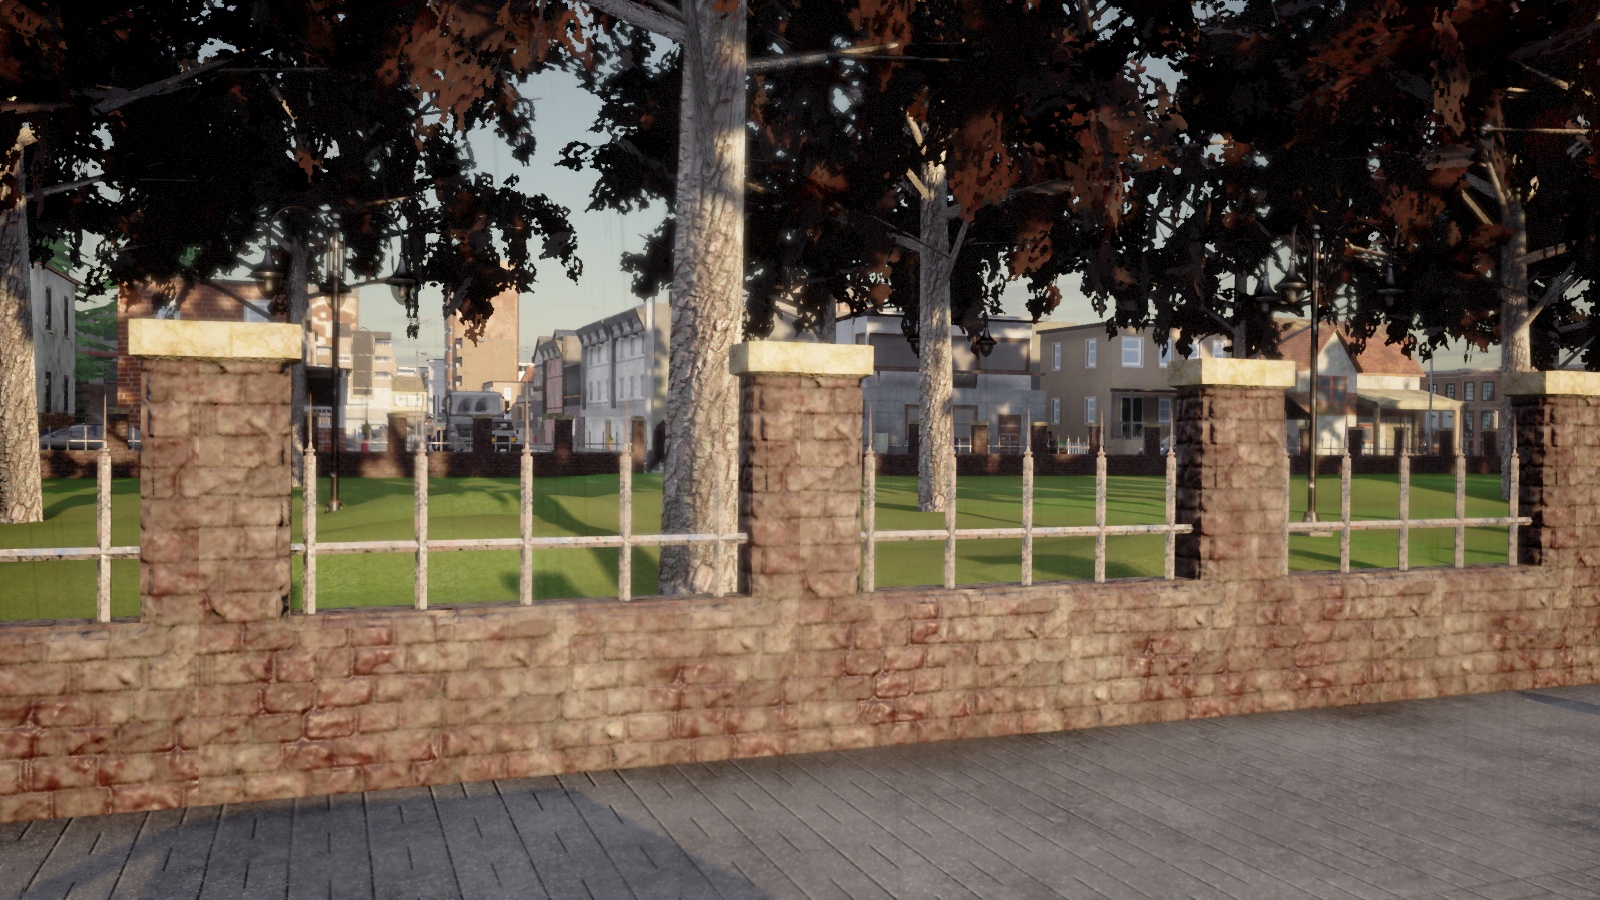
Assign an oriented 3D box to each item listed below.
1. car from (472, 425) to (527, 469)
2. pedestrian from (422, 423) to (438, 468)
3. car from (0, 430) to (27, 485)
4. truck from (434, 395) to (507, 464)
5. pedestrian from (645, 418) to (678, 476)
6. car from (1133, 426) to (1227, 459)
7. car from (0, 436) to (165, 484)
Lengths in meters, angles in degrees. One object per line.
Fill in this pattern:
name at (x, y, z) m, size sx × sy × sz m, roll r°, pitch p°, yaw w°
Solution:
car at (-13.357, -0.168, 55.661) m, size 1.905 × 1.878 × 3.866 m, roll -1°, pitch 1°, yaw -21°
pedestrian at (-15.377, -0.183, 52.190) m, size 0.345 × 1.836 × 0.594 m, roll 0°, pitch 1°, yaw 22°
car at (-26.395, 0.246, 37.824) m, size 5.027 × 1.651 × 2.152 m, roll -1°, pitch 1°, yaw -24°
truck at (-17.684, -1.083, 67.039) m, size 2.891 × 3.462 × 7.936 m, roll -1°, pitch 1°, yaw -21°
pedestrian at (-4.466, -0.103, 40.524) m, size 0.899 × 1.844 × 0.634 m, roll -1°, pitch 1°, yaw -21°
car at (17.850, -0.389, 59.012) m, size 3.806 × 1.475 × 1.970 m, roll -1°, pitch 1°, yaw -21°
car at (-24.547, 0.322, 42.887) m, size 4.902 × 1.511 × 2.128 m, roll -1°, pitch 1°, yaw -20°
